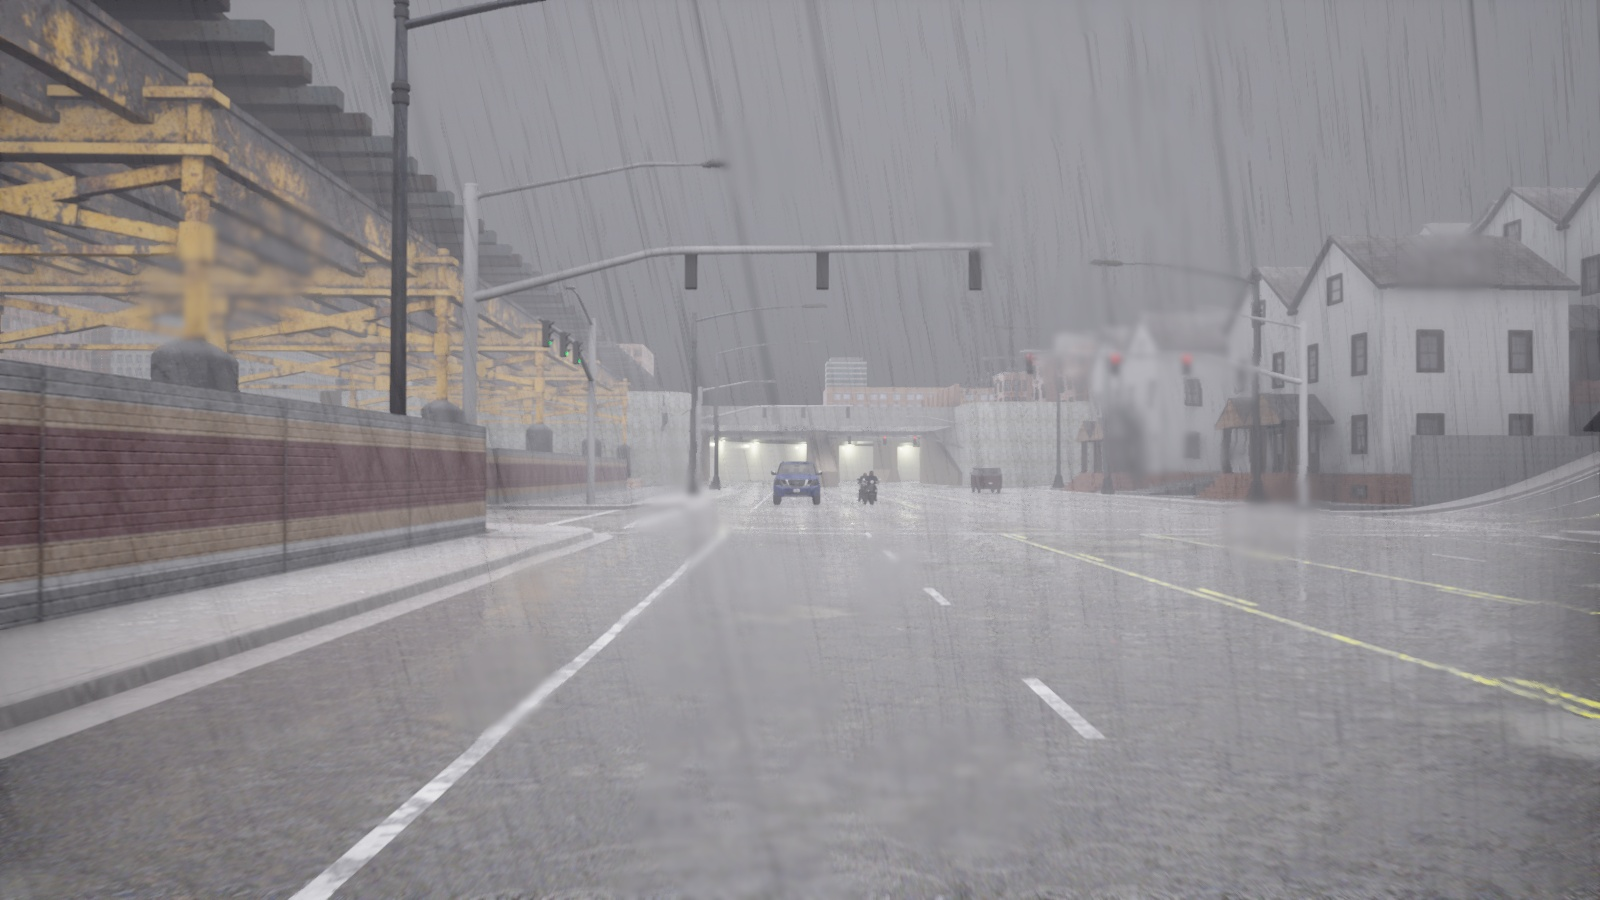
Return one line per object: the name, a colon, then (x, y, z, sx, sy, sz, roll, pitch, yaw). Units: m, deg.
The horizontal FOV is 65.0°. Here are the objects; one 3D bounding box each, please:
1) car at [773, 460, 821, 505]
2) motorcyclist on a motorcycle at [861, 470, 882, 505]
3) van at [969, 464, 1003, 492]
car: (-0.135, 1.543, 60.260, 2.150, 2.045, 5.566, 0, -1, 0)
motorcyclist on a motorcycle: (3.370, 1.743, 59.069, 0.866, 1.590, 1.817, 0, -1, 0)
van: (13.820, 2.075, 93.345, 1.775, 1.987, 4.442, 0, -1, -1)
